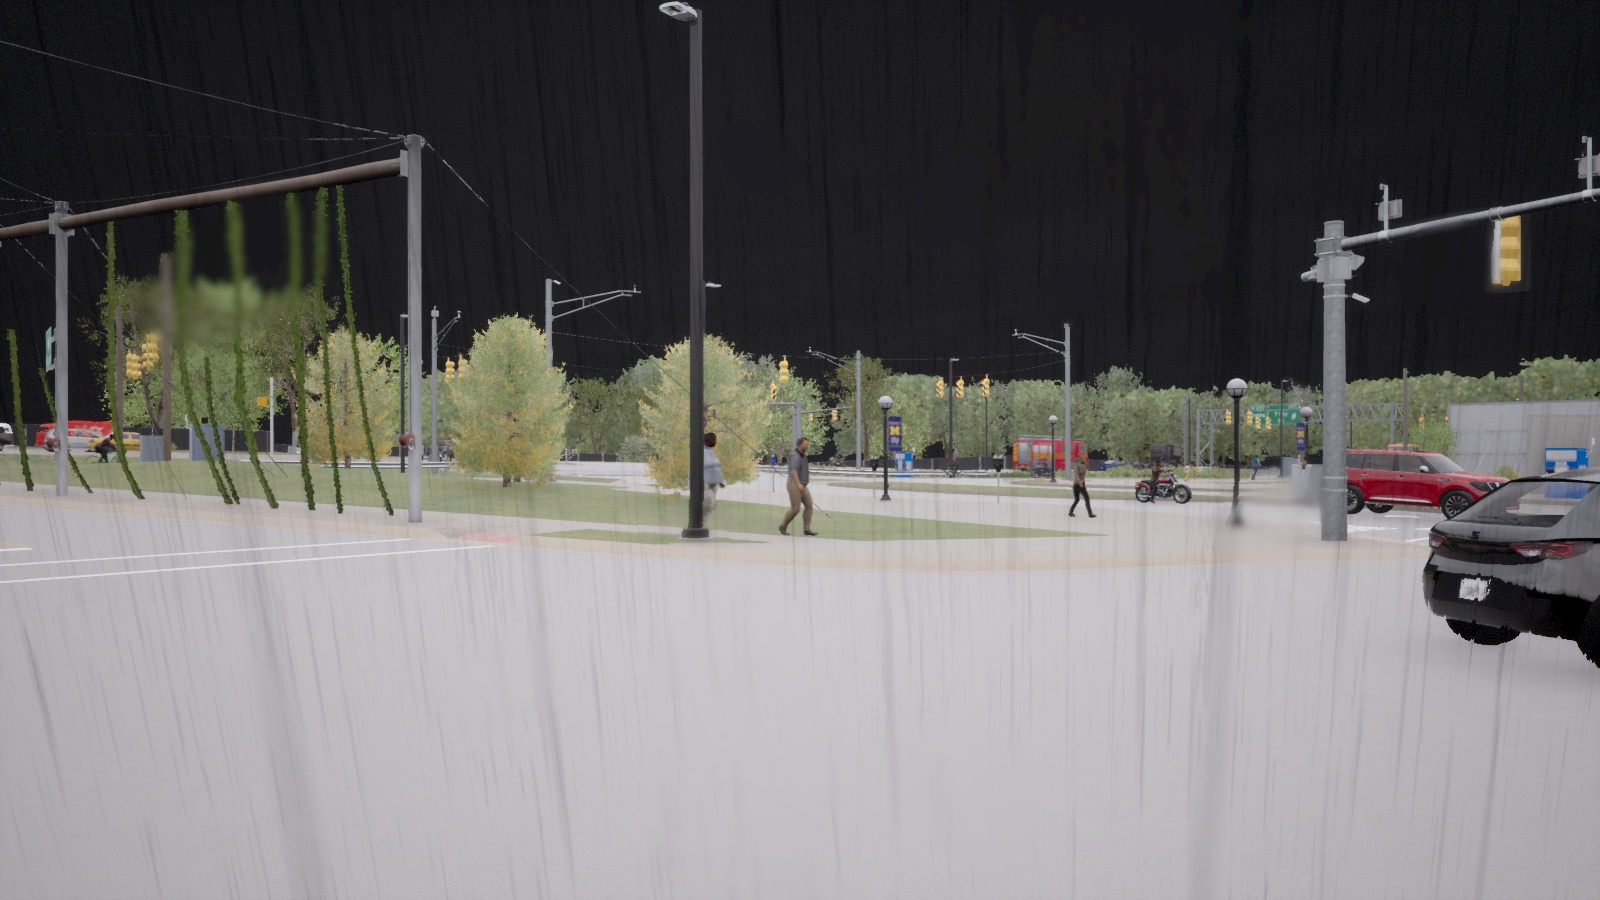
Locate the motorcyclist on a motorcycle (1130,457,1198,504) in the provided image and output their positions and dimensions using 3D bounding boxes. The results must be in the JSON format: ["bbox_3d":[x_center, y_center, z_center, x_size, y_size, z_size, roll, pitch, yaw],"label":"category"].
[{"bbox_3d":[13.129,1.084,45.398,0.766,1.649,2.350,0,-1,-38],"label":"motorcyclist on a motorcycle"}]

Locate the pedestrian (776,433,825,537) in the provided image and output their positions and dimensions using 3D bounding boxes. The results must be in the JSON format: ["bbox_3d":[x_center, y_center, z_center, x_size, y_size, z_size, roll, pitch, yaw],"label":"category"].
[{"bbox_3d":[0.011,0.619,22.712,0.694,1.848,0.540,0,0,32],"label":"pedestrian"}]

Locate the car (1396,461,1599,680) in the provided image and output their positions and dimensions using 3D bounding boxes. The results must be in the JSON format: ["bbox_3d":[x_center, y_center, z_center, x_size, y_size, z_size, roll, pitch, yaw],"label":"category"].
[{"bbox_3d":[7.125,0.819,9.727,4.193,1.474,1.816,-1,-1,-7],"label":"car"}]

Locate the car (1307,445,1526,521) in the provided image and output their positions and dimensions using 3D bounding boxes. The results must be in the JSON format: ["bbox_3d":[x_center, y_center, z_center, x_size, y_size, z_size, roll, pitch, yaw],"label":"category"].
[{"bbox_3d":[18.649,0.938,38.240,2.150,2.045,5.566,0,1,-38],"label":"car"}]

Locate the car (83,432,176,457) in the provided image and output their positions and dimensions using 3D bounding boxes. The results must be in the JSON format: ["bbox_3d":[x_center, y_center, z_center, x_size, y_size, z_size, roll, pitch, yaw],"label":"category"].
[{"bbox_3d":[-44.971,-0.351,84.291,5.366,1.575,1.801,1,-1,-34],"label":"car"}]

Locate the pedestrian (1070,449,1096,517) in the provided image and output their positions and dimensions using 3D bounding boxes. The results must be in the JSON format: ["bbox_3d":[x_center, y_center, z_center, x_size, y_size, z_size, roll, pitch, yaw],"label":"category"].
[{"bbox_3d":[7.737,0.894,34.373,0.331,1.846,0.634,0,0,-34],"label":"pedestrian"}]

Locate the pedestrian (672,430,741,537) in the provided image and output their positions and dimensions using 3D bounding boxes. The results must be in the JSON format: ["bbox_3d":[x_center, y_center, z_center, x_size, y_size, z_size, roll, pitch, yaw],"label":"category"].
[{"bbox_3d":[-1.668,0.587,22.401,0.900,1.855,0.874,0,0,25],"label":"pedestrian"}]

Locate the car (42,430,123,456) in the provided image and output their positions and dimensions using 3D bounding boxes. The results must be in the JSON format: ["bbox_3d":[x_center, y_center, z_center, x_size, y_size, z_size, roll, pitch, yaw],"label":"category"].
[{"bbox_3d":[-49.007,-0.476,85.810,4.611,1.667,2.242,1,-1,-34],"label":"car"}]

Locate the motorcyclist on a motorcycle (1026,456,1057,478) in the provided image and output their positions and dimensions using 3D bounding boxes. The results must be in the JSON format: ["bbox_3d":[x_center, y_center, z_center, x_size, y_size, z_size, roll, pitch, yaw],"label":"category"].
[{"bbox_3d":[17.900,1.269,92.942,2.350,1.649,0.766,1,-1,-33],"label":"motorcyclist on a motorcycle"}]
